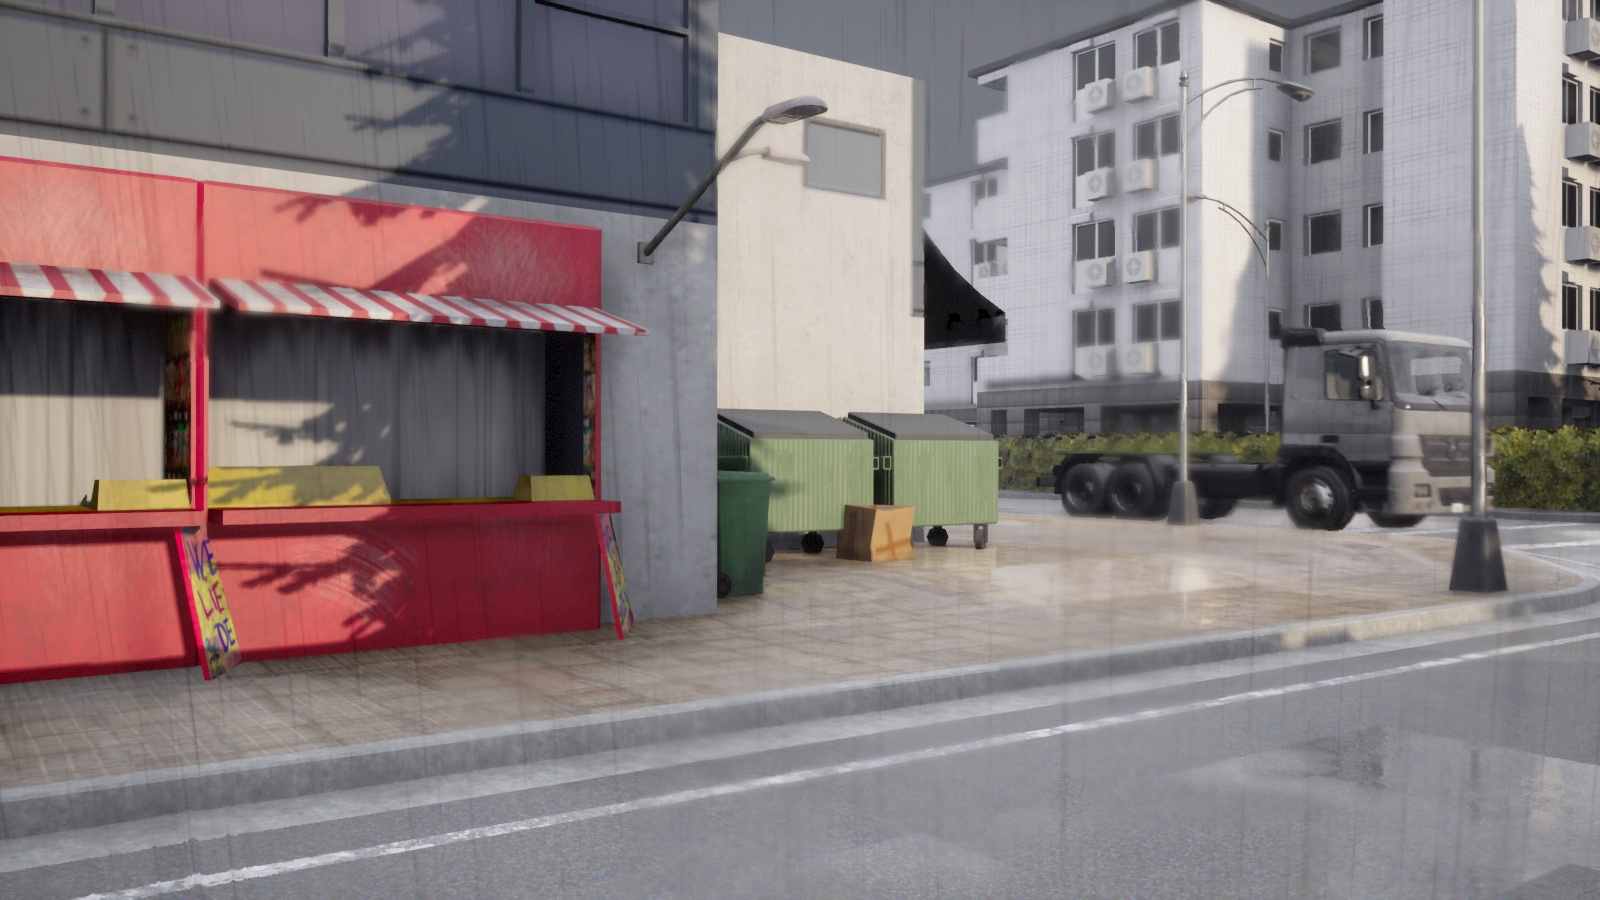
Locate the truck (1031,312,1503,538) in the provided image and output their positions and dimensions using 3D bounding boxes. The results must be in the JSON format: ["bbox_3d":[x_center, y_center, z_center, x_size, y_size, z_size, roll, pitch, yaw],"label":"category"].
[{"bbox_3d":[8.212,-0.375,23.273,2.891,3.462,7.936,0,0,-36],"label":"truck"}]
